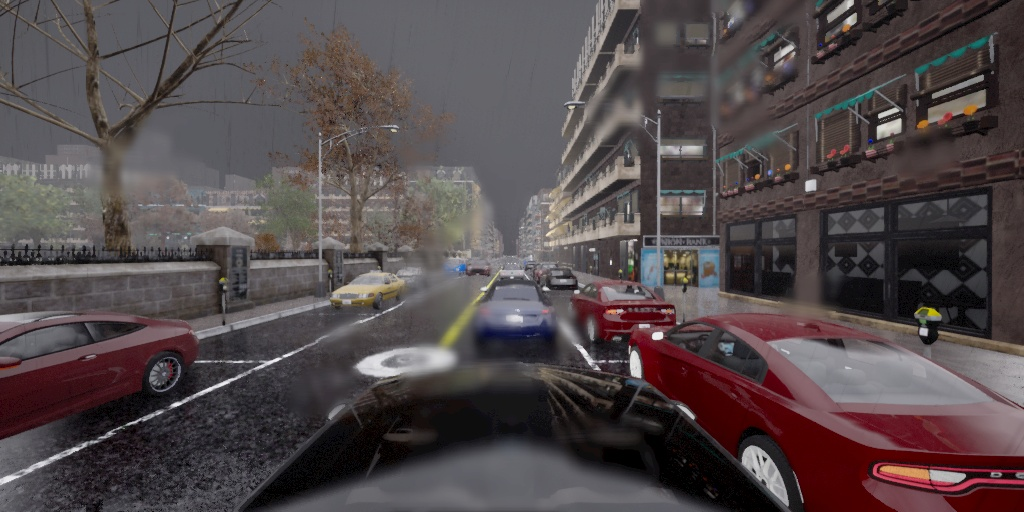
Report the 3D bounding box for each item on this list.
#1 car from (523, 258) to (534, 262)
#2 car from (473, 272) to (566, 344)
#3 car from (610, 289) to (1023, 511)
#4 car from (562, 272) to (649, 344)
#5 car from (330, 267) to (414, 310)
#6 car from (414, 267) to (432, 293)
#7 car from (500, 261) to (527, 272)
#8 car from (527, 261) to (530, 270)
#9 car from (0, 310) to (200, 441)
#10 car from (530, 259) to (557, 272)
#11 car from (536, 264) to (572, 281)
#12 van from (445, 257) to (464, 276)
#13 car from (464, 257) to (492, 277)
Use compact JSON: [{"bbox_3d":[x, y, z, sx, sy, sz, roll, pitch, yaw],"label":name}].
[{"bbox_3d":[2.583,1.324,48.214,1.948,1.339,4.313,0,0,0],"label":"car"},{"bbox_3d":[0.081,1.314,9.630,1.994,1.385,4.181,0,0,0],"label":"car"},{"bbox_3d":[2.686,1.295,3.934,1.888,1.381,4.507,0,0,0],"label":"car"},{"bbox_3d":[2.674,1.295,9.469,1.888,1.381,4.507,0,0,0],"label":"car"},{"bbox_3d":[-5.719,1.275,14.814,1.751,1.417,4.829,0,0,0],"label":"car"},{"bbox_3d":[-5.733,1.301,20.519,2.007,1.370,4.403,0,0,0],"label":"car"},{"bbox_3d":[0.034,1.354,29.613,1.895,1.301,4.718,0,0,1],"label":"car"},{"bbox_3d":[2.622,1.319,31.609,1.948,1.339,4.313,0,0,0],"label":"car"},{"bbox_3d":[-5.694,1.332,3.914,1.802,1.307,4.207,0,0,0],"label":"car"},{"bbox_3d":[2.635,1.192,26.074,1.967,1.591,4.097,0,0,0],"label":"car"},{"bbox_3d":[2.648,1.317,20.539,1.948,1.339,4.313,0,0,0],"label":"car"},{"bbox_3d":[-5.772,1.096,37.123,1.690,1.789,3.998,0,0,0],"label":"van"},{"bbox_3d":[-3.151,1.105,35.064,2.097,1.767,4.553,0,0,0],"label":"car"}]
